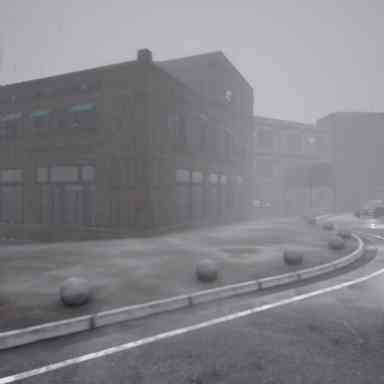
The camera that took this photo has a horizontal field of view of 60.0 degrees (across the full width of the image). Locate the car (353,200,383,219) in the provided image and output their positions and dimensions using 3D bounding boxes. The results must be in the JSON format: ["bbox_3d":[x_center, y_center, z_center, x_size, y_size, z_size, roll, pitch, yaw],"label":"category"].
[{"bbox_3d":[16.174,1.523,29.631,4.892,1.490,1.837,0,-1,-39],"label":"car"}]
